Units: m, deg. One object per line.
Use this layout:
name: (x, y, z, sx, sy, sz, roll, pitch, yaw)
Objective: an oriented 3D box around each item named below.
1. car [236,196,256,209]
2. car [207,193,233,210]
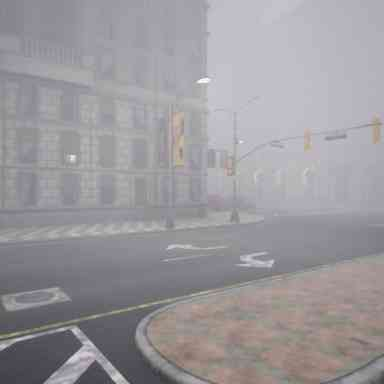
car: (6.393, 1.352, 44.690, 2.097, 1.767, 4.553, 0, 0, -36)
car: (2.725, 1.221, 43.784, 2.150, 2.045, 5.566, 0, 0, -36)
